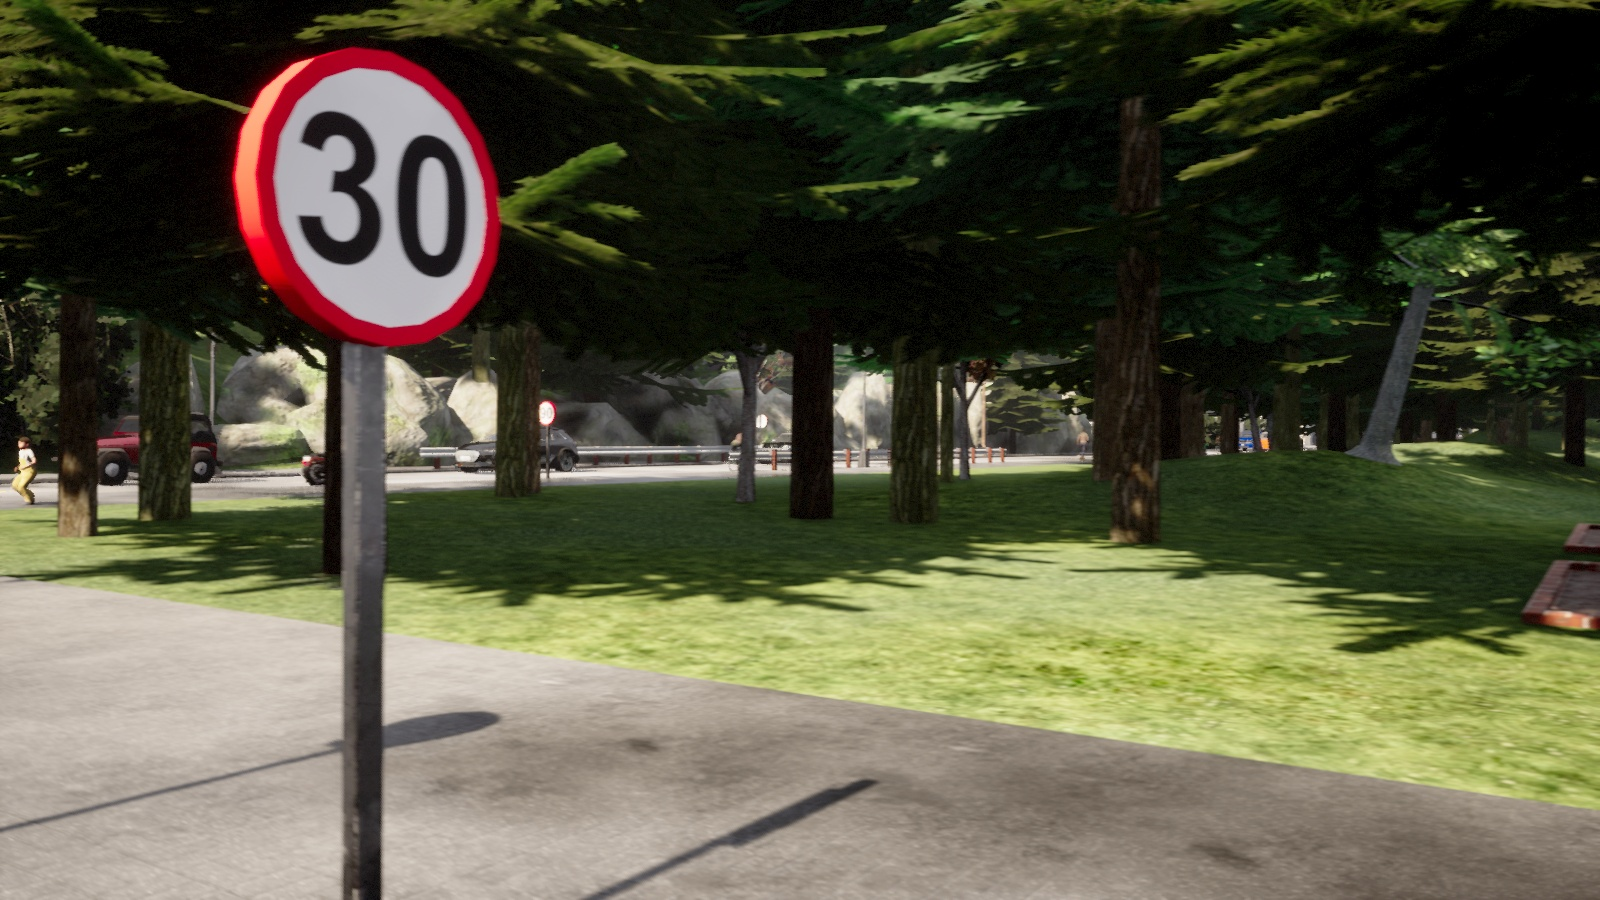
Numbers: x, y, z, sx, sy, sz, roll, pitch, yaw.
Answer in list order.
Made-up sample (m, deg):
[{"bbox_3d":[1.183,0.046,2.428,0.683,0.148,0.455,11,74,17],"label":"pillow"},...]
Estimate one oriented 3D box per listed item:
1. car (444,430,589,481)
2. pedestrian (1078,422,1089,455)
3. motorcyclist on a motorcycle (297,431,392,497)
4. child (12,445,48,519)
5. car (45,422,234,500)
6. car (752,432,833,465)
[{"bbox_3d":[-9.773,0.154,43.633,2.033,1.649,4.856,0,1,33],"label":"car"},{"bbox_3d":[15.401,-0.630,68.266,0.328,1.805,0.869,0,1,31],"label":"pedestrian"},{"bbox_3d":[-11.951,0.339,33.020,0.766,1.649,2.350,0,1,33],"label":"motorcyclist on a motorcycle"},{"bbox_3d":[-13.308,0.545,21.698,0.270,1.263,0.437,0,1,32],"label":"child"},{"bbox_3d":[-17.036,0.237,32.562,1.905,1.878,3.866,0,1,33],"label":"car"},{"bbox_3d":[-0.320,-0.092,58.043,1.970,1.475,3.806,0,1,33],"label":"car"}]
